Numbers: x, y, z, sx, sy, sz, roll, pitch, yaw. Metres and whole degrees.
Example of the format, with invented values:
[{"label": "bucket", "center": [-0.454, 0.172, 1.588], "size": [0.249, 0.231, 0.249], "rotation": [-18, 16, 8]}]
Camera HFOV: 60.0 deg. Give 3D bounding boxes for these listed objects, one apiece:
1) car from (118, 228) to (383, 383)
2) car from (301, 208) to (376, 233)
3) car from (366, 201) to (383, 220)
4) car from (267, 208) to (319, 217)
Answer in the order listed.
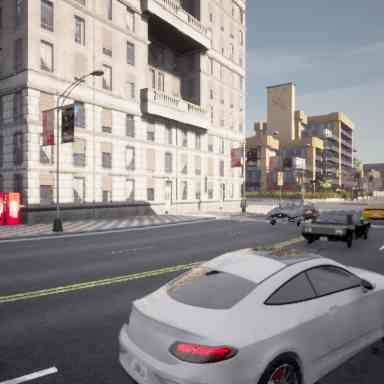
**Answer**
[{"label": "car", "center": [1.284, 1.523, 4.650], "size": [4.674, 1.442, 1.812], "rotation": [0, 0, -39]}, {"label": "car", "center": [6.699, 1.593, 15.128], "size": [1.895, 1.301, 4.718], "rotation": [0, 0, 39]}, {"label": "car", "center": [14.388, 1.467, 25.300], "size": [1.882, 1.535, 5.008], "rotation": [0, 0, 37]}, {"label": "car", "center": [6.357, 1.182, 20.417], "size": [2.033, 1.411, 5.357], "rotation": [0, 0, 36]}]
